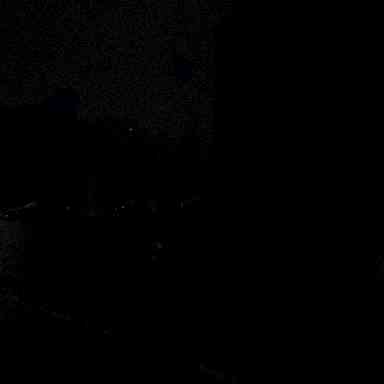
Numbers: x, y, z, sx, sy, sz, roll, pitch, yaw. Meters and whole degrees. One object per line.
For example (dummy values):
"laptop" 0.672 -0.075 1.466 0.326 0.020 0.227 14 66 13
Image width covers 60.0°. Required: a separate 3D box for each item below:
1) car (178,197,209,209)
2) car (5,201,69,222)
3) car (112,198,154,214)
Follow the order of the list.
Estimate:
"car" 0.242 1.341 41.829 2.128 1.511 4.902 1 1 36
"car" -11.614 1.406 25.242 1.812 1.442 4.674 1 1 34
"car" -5.815 1.368 33.360 1.812 1.442 4.674 1 1 36
